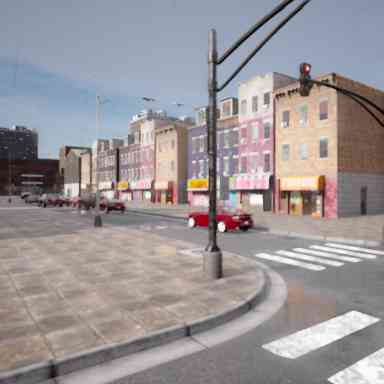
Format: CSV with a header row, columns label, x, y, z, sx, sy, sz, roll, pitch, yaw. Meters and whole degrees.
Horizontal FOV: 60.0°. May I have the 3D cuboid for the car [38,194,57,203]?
label,x,y,z,sx,sy,sz,roll,pitch,yaw
car,-23.614,1.023,54.205,2.008,1.369,4.403,1,0,-35

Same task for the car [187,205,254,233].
label,x,y,z,sx,sy,sz,roll,pitch,yaw
car,1.473,1.413,18.671,1.887,1.381,4.507,1,0,-35

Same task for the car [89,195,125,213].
label,x,y,z,sx,sy,sz,roll,pitch,yaw
car,-7.934,1.254,31.996,1.887,1.381,4.507,1,0,-35

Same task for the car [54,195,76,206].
label,x,y,z,sx,sy,sz,roll,pitch,yaw
car,-17.342,1.145,45.321,1.802,1.307,4.206,1,0,-35

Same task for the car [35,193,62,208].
label,x,y,z,sx,sy,sz,roll,pitch,yaw
car,-17.685,0.943,41.305,2.097,1.767,4.553,0,1,-35

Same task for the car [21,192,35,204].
label,x,y,z,sx,sy,sz,roll,pitch,yaw
car,-23.544,1.053,49.523,2.033,1.411,5.357,0,0,-35

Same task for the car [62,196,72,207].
label,x,y,z,sx,sy,sz,roll,pitch,yaw
car,-14.207,1.192,40.880,1.802,1.307,4.206,1,0,-35

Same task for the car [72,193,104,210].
label,x,y,z,sx,sy,sz,roll,pitch,yaw
car,-11.067,0.974,36.437,2.192,1.841,5.009,1,0,-35

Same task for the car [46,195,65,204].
label,x,y,z,sx,sy,sz,roll,pitch,yaw
car,-20.478,1.099,49.763,1.802,1.307,4.206,1,0,-35
